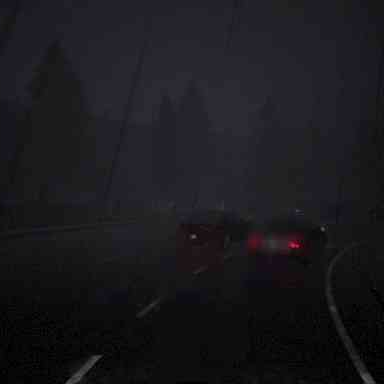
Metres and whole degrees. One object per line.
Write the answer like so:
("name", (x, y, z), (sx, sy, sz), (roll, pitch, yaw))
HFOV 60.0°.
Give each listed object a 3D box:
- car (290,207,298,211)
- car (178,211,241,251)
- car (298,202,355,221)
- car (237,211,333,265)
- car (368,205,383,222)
("car", (11.869, 1.778, 32.866), (4.892, 1.490, 1.837), (0, -1, -22))
("car", (1.296, 1.587, 14.929), (1.882, 1.535, 5.008), (0, -1, 30))
("car", (12.102, 1.754, 29.215), (4.892, 1.490, 1.837), (0, -1, -24))
("car", (3.692, 1.648, 12.311), (2.033, 1.411, 5.357), (0, 0, 29))
("car", (16.809, 1.730, 27.195), (5.008, 1.535, 1.882), (0, -1, -20))
